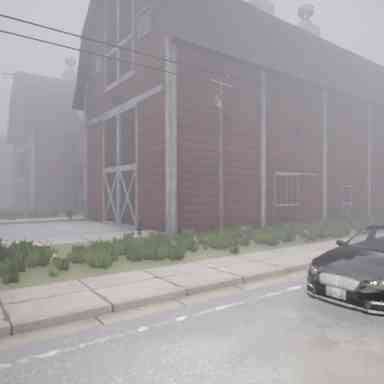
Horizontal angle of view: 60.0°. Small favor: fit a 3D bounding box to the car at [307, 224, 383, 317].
[{"bbox_3d":[4.489,1.478,7.196,4.902,1.511,2.128,0,0,-36],"label":"car"}]
